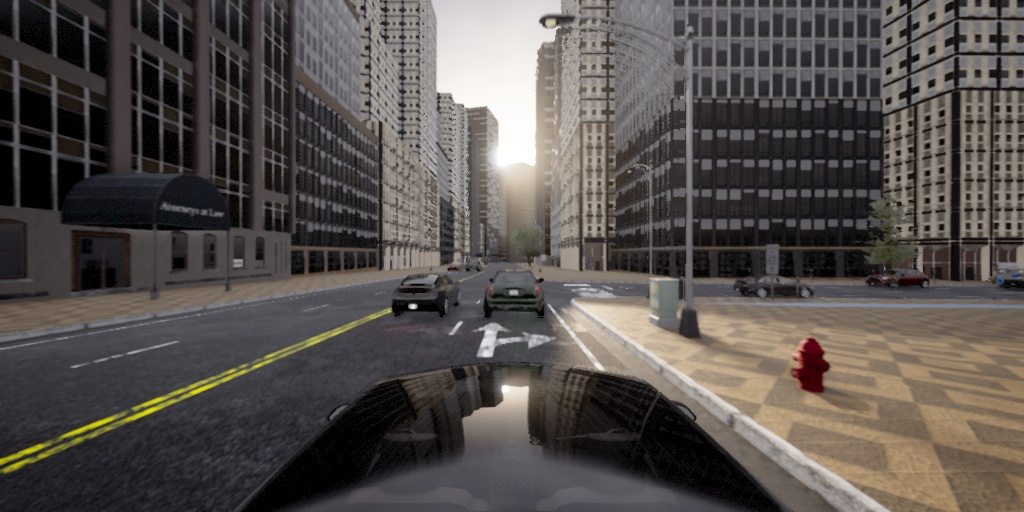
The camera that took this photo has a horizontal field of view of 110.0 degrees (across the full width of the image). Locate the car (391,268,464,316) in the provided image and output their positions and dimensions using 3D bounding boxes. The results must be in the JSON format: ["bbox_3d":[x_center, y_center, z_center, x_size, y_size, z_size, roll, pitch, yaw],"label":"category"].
[{"bbox_3d":[-3.204,1.409,14.097,1.837,1.490,4.892,0,0,0],"label":"car"}]

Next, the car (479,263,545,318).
[{"bbox_3d":[0.184,1.253,13.980,2.097,1.767,4.553,0,-1,3],"label":"car"}]

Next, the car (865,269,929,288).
[{"bbox_3d":[32.734,1.855,30.588,4.097,1.591,1.967,0,0,-1],"label":"car"}]

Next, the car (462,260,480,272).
[{"bbox_3d":[-6.557,1.703,60.897,2.150,2.045,5.566,0,-1,1],"label":"car"}]

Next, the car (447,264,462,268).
[{"bbox_3d":[-9.803,2.083,60.926,1.895,1.301,4.718,0,-1,1],"label":"car"}]

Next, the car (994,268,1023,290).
[{"bbox_3d":[41.707,1.993,28.059,5.008,1.535,1.882,1,0,0],"label":"car"}]

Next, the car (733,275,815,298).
[{"bbox_3d":[15.908,1.827,21.866,4.403,1.370,2.007,0,0,-1],"label":"car"}]
